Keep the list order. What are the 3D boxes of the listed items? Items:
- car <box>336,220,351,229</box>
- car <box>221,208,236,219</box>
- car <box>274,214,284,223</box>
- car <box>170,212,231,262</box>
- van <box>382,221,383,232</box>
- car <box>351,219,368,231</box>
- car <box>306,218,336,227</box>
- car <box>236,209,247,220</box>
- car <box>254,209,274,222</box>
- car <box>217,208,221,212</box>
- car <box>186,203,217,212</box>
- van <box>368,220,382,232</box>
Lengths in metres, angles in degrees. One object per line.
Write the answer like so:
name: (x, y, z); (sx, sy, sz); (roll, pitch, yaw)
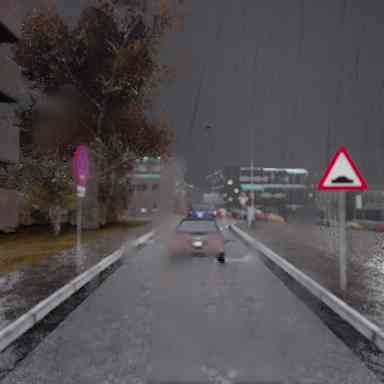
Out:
car: (25.506, 5.721, 59.946); (2.002, 1.452, 4.674); (8, -5, -29)
car: (4.767, 3.524, 56.290); (2.185, 1.767, 4.553); (5, -4, -31)
car: (13.567, 4.501, 58.049); (1.946, 1.575, 5.366); (7, -5, -30)
car: (0.212, 1.663, 12.438); (2.033, 1.411, 5.357); (0, -2, 1)
van: (34.501, 6.338, 61.352); (1.878, 1.987, 4.442); (8, -5, -29)
car: (28.387, 5.976, 60.603); (1.946, 1.575, 5.366); (7, -5, -29)
car: (22.536, 5.425, 59.431); (2.002, 1.452, 4.674); (7, -5, -30)
car: (7.739, 3.781, 56.791); (2.185, 1.767, 4.553); (7, -5, -31)
car: (10.735, 3.955, 57.353); (2.435, 2.045, 5.566); (8, -5, -30)
car: (1.888, 3.224, 55.700); (2.435, 2.045, 5.566); (2, -3, -30)
car: (0.698, 1.911, 27.104); (2.150, 2.045, 5.566); (0, -3, 2)
van: (31.529, 6.043, 60.853); (1.878, 1.987, 4.442); (8, -5, -29)
